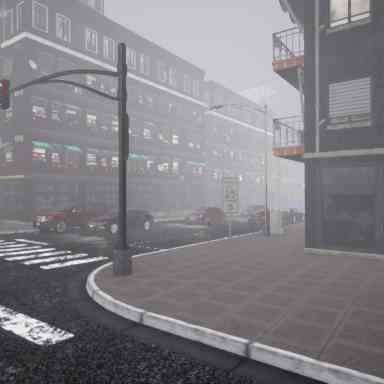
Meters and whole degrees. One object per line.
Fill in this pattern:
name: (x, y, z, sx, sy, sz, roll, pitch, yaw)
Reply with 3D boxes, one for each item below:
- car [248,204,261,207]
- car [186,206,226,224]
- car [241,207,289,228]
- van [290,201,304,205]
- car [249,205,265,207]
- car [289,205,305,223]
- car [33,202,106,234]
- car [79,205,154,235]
car: (7.338, 2.189, 38.237, 1.837, 1.490, 4.892, 0, -1, 36)
car: (1.360, 2.019, 29.763, 1.812, 1.442, 4.674, 0, -1, 35)
car: (5.822, 2.048, 26.132, 1.802, 1.307, 4.206, -2, -2, 35)
van: (18.602, 2.463, 58.776, 1.690, 1.788, 3.998, -2, -2, 35)
car: (7.755, 2.203, 33.292, 1.895, 1.301, 4.718, 0, -1, 35)
car: (9.096, 2.120, 30.780, 2.008, 1.369, 4.403, -2, -2, 35)
car: (-7.585, 1.603, 21.603, 2.192, 1.841, 5.009, -1, -2, 35)
car: (-4.498, 1.814, 21.461, 1.837, 1.490, 4.892, 0, -1, 35)
